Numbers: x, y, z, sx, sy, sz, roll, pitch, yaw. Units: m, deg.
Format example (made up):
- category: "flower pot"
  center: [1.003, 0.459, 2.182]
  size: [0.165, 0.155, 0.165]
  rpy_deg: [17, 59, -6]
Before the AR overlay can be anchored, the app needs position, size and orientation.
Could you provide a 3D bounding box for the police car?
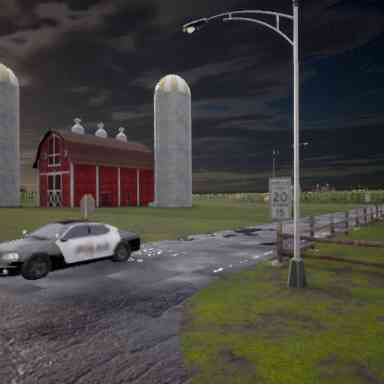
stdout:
- category: "police car"
  center: [-3.967, 1.652, 10.571]
  size: [2.038, 1.542, 4.974]
  rpy_deg: [-1, -1, 35]
